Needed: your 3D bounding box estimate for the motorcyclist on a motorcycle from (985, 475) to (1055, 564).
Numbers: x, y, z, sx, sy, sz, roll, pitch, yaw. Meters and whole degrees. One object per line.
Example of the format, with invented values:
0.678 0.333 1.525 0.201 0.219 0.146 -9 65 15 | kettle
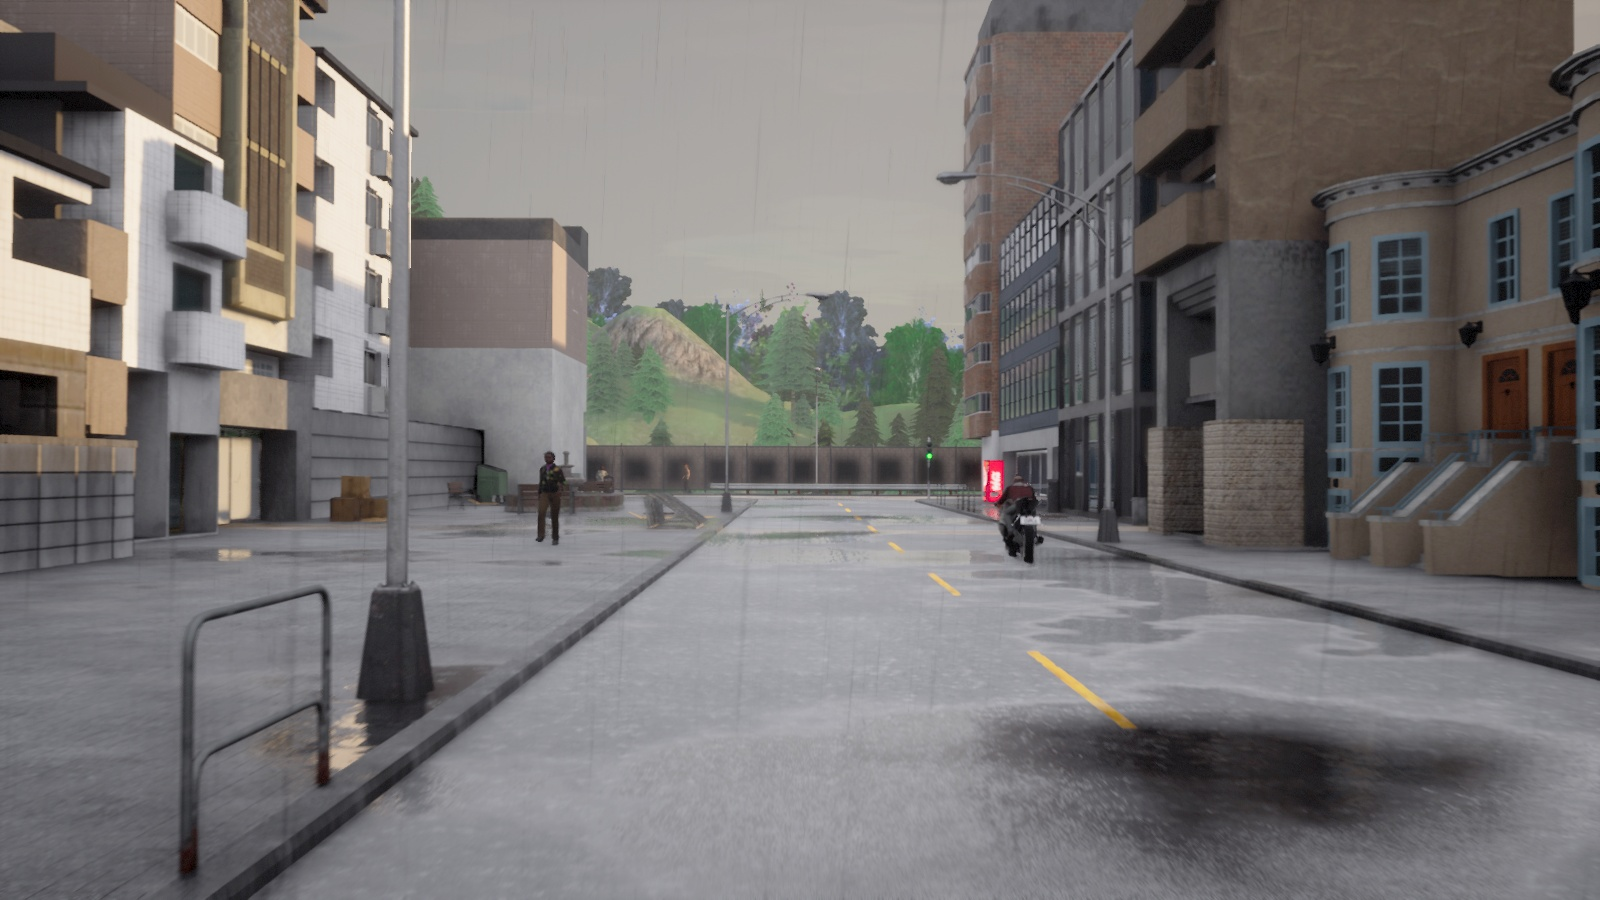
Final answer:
3.944 1.214 22.697 0.866 1.530 2.191 0 -1 0 | motorcyclist on a motorcycle
